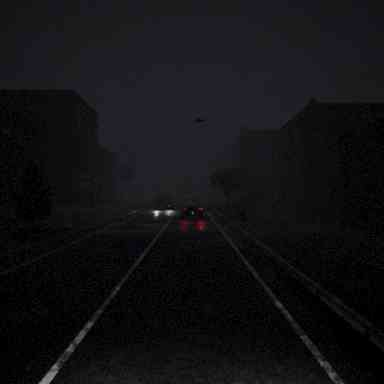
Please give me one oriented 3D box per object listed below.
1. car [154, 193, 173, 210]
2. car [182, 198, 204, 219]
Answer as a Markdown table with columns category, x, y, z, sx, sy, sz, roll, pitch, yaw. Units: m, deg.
| category | x | y | z | sx | sy | sz | roll | pitch | yaw |
| --- | --- | --- | --- | --- | --- | --- | --- | --- | --- |
| car | -3.635 | 1.182 | 42.975 | 2.150 | 2.045 | 5.566 | 0 | 0 | 0 |
| car | 0.059 | 1.551 | 29.721 | 1.812 | 1.442 | 4.674 | 0 | 0 | 0 |
